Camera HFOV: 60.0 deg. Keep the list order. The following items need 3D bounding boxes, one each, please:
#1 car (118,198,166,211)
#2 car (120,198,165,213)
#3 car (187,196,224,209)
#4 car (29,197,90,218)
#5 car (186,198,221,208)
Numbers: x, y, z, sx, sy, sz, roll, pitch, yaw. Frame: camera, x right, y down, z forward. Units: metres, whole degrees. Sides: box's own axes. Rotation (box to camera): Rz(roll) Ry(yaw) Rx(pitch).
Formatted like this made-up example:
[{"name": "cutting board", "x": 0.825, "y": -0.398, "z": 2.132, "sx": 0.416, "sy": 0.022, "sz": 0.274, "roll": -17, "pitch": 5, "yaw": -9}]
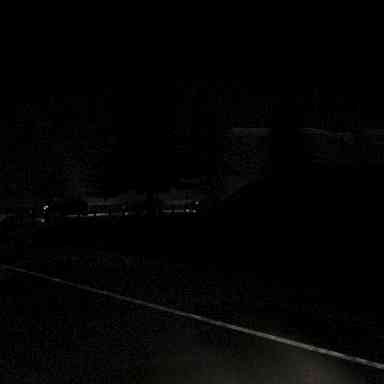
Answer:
[{"name": "car", "x": -5.935, "y": 1.448, "z": 39.885, "sx": 5.357, "sy": 1.411, "sz": 2.033, "roll": 0, "pitch": 0, "yaw": -42}, {"name": "car", "x": -5.184, "y": 1.406, "z": 35.789, "sx": 4.902, "sy": 1.511, "sz": 2.128, "roll": 0, "pitch": 0, "yaw": -42}, {"name": "car", "x": 1.742, "y": 1.276, "z": 41.526, "sx": 4.553, "sy": 1.767, "sz": 2.097, "roll": 0, "pitch": 0, "yaw": -35}, {"name": "car", "x": -11.389, "y": 1.260, "z": 29.373, "sx": 2.097, "sy": 1.767, "sz": 4.553, "roll": 0, "pitch": 0, "yaw": 41}, {"name": "car", "x": 1.630, "y": 1.514, "z": 45.774, "sx": 4.718, "sy": 1.301, "sz": 1.895, "roll": 0, "pitch": 0, "yaw": -35}]
